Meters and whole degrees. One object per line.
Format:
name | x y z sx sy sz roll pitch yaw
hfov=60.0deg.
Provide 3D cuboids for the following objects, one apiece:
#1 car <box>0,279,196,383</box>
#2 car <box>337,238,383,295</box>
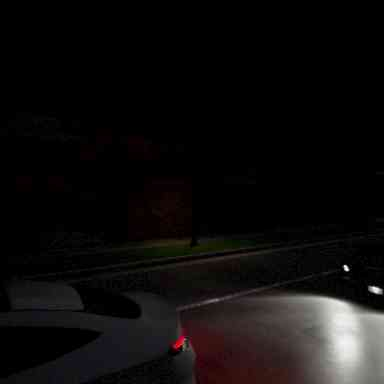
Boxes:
car | -2.120 1.525 2.460 4.674 1.442 1.812 0 0 -35
car | 5.799 1.546 8.096 5.357 1.411 2.033 0 0 -35
